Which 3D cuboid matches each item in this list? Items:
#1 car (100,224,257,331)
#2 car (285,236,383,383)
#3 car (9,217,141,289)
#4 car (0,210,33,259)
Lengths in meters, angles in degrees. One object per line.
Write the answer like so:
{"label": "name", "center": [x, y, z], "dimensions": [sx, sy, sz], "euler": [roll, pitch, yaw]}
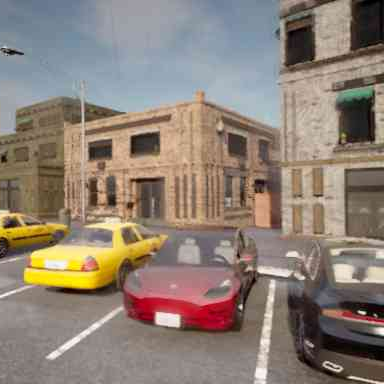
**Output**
{"label": "car", "center": [0.297, 1.503, 7.200], "dimensions": [2.163, 1.488, 4.792], "euler": [1, -1, 16]}
{"label": "car", "center": [2.693, 1.483, 5.519], "dimensions": [2.231, 1.521, 4.892], "euler": [0, -1, 16]}
{"label": "car", "center": [-2.028, 1.465, 9.115], "dimensions": [1.946, 1.575, 5.366], "euler": [0, -1, 16]}
{"label": "car", "center": [-6.797, 1.452, 12.522], "dimensions": [1.946, 1.575, 5.366], "euler": [0, -1, 15]}
